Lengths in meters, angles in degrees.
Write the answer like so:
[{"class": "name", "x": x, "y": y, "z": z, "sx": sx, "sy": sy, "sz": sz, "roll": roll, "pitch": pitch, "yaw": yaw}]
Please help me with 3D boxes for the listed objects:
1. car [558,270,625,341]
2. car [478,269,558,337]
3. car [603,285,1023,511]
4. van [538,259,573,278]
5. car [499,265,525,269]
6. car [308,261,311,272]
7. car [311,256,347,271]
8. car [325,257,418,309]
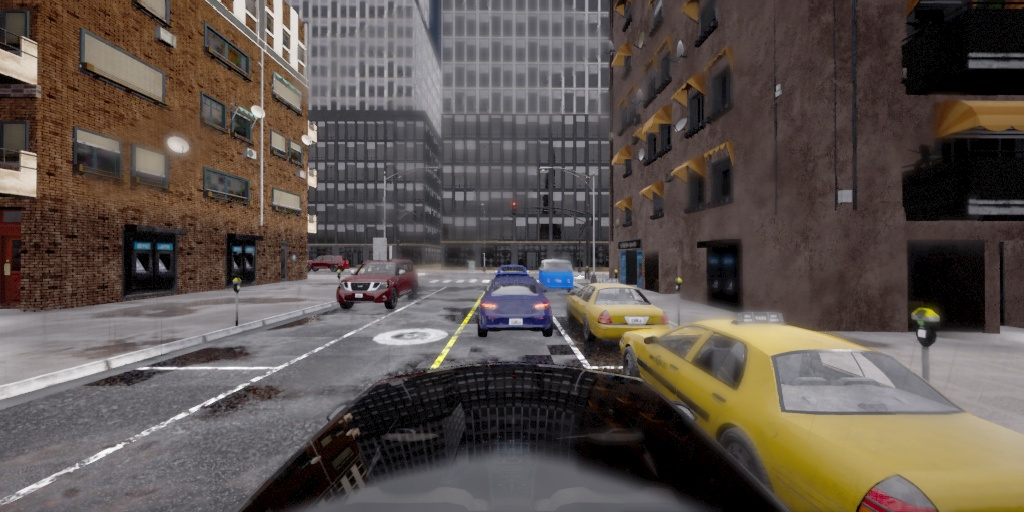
[{"class": "car", "x": 2.532, "y": 1.277, "z": 9.645, "sx": 1.751, "sy": 1.417, "sz": 4.829, "roll": 0, "pitch": 0, "yaw": 0}, {"class": "car", "x": 0.061, "y": 1.277, "z": 10.163, "sx": 1.812, "sy": 1.442, "sz": 4.674, "roll": 0, "pitch": 0, "yaw": -1}, {"class": "car", "x": 2.565, "y": 1.275, "z": 4.005, "sx": 1.751, "sy": 1.417, "sz": 4.829, "roll": 0, "pitch": 0, "yaw": 0}, {"class": "van", "x": 2.468, "y": 1.095, "z": 20.755, "sx": 1.690, "sy": 1.789, "sz": 3.998, "roll": 0, "pitch": 0, "yaw": 0}, {"class": "car", "x": 0.007, "y": 1.232, "z": 20.424, "sx": 1.882, "sy": 1.535, "sz": 5.008, "roll": 0, "pitch": 0, "yaw": 0}, {"class": "car", "x": -21.007, "y": 1.083, "z": 32.442, "sx": 4.207, "sy": 1.307, "sz": 1.802, "roll": 0, "pitch": 0, "yaw": -1}, {"class": "car", "x": -21.095, "y": 0.862, "z": 40.581, "sx": 5.009, "sy": 1.841, "sz": 2.192, "roll": 0, "pitch": 0, "yaw": -1}, {"class": "car", "x": -5.379, "y": 1.067, "z": 15.070, "sx": 2.192, "sy": 1.841, "sz": 5.009, "roll": 0, "pitch": 0, "yaw": 0}]
